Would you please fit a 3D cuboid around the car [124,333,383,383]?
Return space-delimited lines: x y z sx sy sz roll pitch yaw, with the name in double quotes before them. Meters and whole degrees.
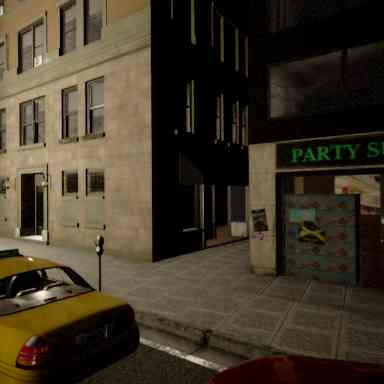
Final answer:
"car" 1.829 1.582 1.550 4.206 1.307 1.802 0 -1 36

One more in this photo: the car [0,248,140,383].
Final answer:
"car" -2.925 1.526 4.948 4.829 1.417 1.752 0 -1 36
